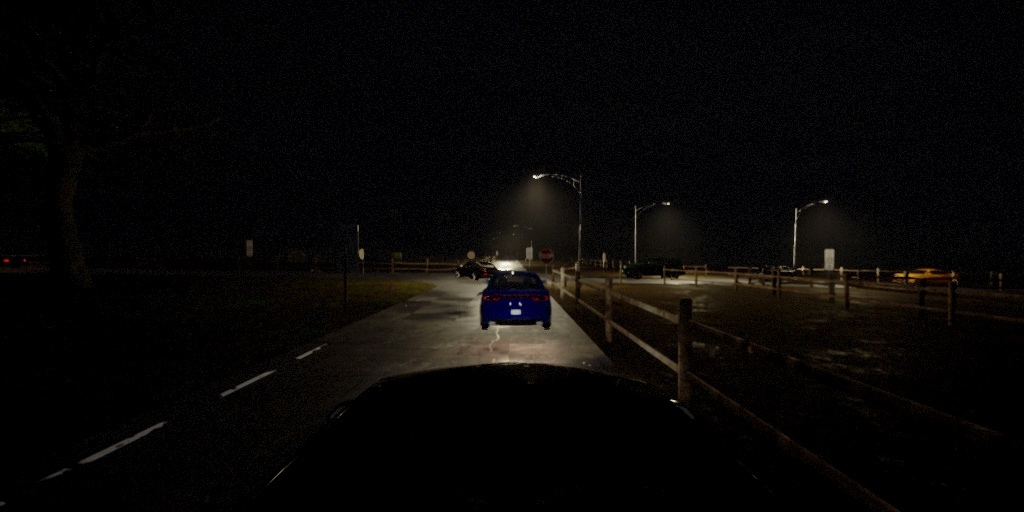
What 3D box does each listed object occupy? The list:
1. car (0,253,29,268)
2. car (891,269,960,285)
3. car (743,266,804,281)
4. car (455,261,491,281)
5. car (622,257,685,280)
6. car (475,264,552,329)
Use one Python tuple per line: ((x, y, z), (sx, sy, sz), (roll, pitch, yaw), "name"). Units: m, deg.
((-47.795, 0.421, 32.744), (5.357, 1.411, 2.033), (1, 1, 0), "car")
((38.346, 1.944, 33.306), (5.008, 1.535, 1.882), (2, 1, 0), "car")
((24.156, 1.624, 33.233), (4.892, 1.490, 1.837), (1, 1, 0), "car")
((-2.879, 1.140, 28.559), (1.837, 1.490, 4.892), (3, 0, -33), "car")
((13.028, 1.099, 33.178), (5.566, 2.045, 2.150), (1, 1, 1), "car")
((0.103, 1.189, 11.181), (1.882, 1.535, 5.008), (0, 0, 0), "car")
